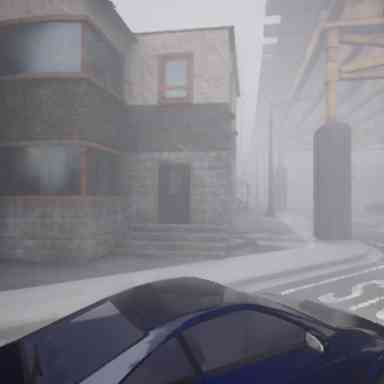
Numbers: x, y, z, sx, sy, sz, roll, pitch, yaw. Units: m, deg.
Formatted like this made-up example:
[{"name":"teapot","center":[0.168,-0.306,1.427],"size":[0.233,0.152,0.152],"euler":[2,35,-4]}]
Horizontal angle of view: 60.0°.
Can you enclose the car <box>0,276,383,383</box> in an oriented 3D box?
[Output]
[{"name":"car","center":[0.209,1.574,3.179],"size":[4.181,1.385,1.994],"euler":[0,0,-31]}]

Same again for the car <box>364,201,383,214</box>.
[{"name":"car","center":[21.273,1.752,37.902],"size":[1.994,1.385,4.181],"euler":[0,0,10]}]
